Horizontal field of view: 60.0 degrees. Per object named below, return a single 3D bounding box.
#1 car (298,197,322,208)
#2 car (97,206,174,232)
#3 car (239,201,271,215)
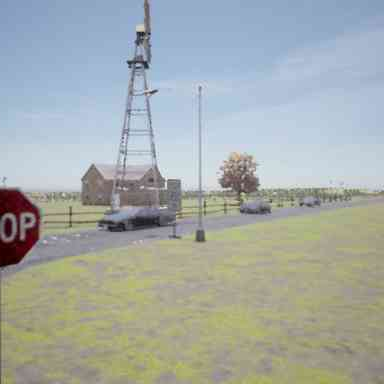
[{"bbox_3d":[17.120,1.430,48.010,2.033,1.411,5.357,0,0,38],"label":"car"},{"bbox_3d":[-3.461,1.643,21.623,2.033,1.411,5.357,0,0,37],"label":"car"},{"bbox_3d":[6.624,1.598,34.765,1.994,1.385,4.181,0,0,38],"label":"car"}]
